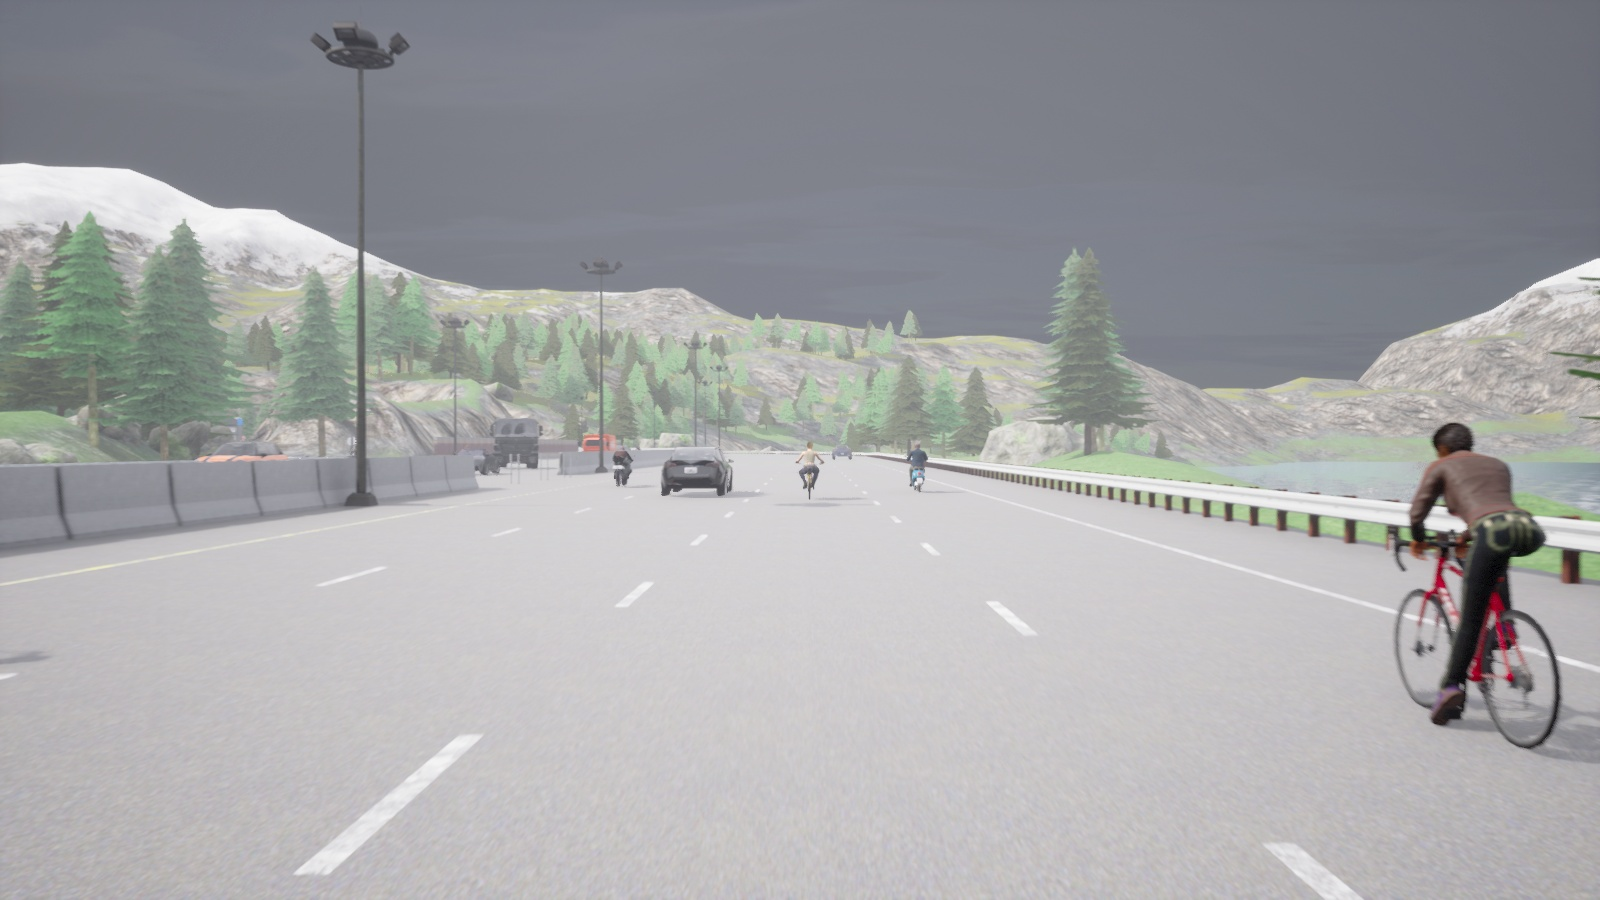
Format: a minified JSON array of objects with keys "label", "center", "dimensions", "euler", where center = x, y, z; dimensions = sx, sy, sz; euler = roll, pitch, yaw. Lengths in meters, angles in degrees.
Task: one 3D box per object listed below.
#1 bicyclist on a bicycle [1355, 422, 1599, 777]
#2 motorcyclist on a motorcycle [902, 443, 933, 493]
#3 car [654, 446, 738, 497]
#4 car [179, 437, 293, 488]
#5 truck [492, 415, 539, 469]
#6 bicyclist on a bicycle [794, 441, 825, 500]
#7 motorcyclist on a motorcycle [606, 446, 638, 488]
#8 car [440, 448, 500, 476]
[{"label":"bicyclist on a bicycle","center":[3.553,0.682,6.557],"dimensions":[0.582,1.620,1.656],"euler":[0,0,0]},{"label":"motorcyclist on a motorcycle","center":[3.827,0.571,40.999],"dimensions":[0.866,1.590,1.817],"euler":[0,0,0]},{"label":"car","center":[-3.181,0.617,39.345],"dimensions":[2.163,1.488,4.792],"euler":[0,0,1]},{"label":"car","center":[-20.630,0.441,46.150],"dimensions":[2.097,1.767,4.553],"euler":[0,0,0]},{"label":"truck","center":[-19.048,-0.523,84.157],"dimensions":[2.891,3.462,7.936],"euler":[0,0,-13]},{"label":"bicyclist on a bicycle","center":[0.274,0.570,35.240],"dimensions":[0.866,1.612,1.509],"euler":[0,0,1]},{"label":"motorcyclist on a motorcycle","center":[-6.624,0.625,46.811],"dimensions":[0.866,1.530,2.191],"euler":[0,0,0]},{"label":"car","center":[-16.971,0.587,64.807],"dimensions":[1.994,1.385,4.181],"euler":[0,0,0]}]
